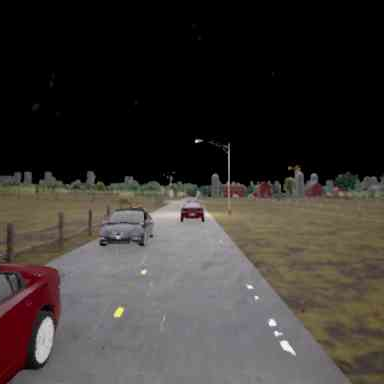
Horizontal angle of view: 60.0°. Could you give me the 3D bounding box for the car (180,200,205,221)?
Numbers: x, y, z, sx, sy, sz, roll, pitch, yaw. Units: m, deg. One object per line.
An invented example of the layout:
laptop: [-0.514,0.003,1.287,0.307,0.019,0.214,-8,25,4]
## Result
car: [0.053,1.543,27.688,1.882,1.535,5.008,0,0,1]

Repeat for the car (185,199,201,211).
car: [0.104,1.684,44.328,1.994,1.385,4.181,0,0,0]

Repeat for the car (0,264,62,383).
car: [-2.844,1.484,2.893,1.882,1.535,5.008,0,0,0]

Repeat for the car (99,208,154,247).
car: [-2.827,1.538,15.215,1.837,1.490,4.892,0,0,0]
